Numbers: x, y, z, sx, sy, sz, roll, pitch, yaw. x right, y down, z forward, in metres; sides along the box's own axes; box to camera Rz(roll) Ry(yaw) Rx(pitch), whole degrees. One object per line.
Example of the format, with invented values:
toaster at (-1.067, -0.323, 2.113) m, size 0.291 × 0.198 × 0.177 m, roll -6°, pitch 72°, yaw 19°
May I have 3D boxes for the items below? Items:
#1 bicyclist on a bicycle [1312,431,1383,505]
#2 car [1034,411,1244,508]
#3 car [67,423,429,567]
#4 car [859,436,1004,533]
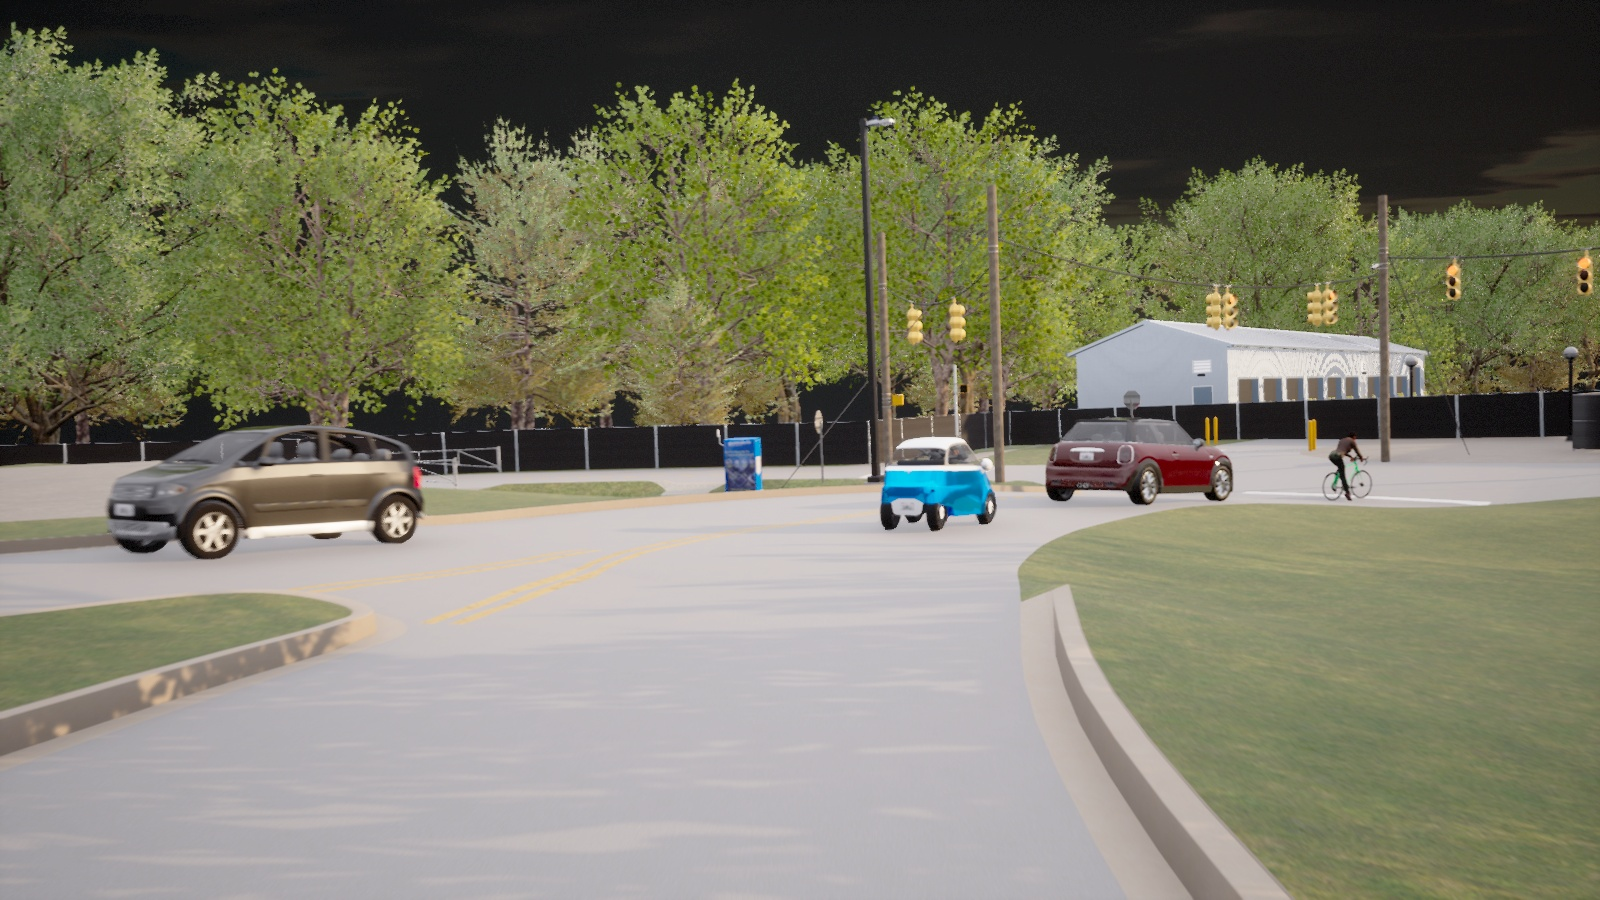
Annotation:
bicyclist on a bicycle at (12.872, 0.407, 29.507) m, size 1.656 × 1.620 × 0.582 m, roll -3°, pitch 4°, yaw -26°
car at (6.895, 0.175, 25.247) m, size 2.097 × 1.767 × 4.553 m, roll 1°, pitch 1°, yaw 44°
car at (-6.682, 0.470, 15.537) m, size 1.789 × 1.549 × 3.705 m, roll 0°, pitch 0°, yaw 35°
car at (2.042, 0.491, 19.141) m, size 1.481 × 1.376 × 2.207 m, roll -1°, pitch 0°, yaw 27°
